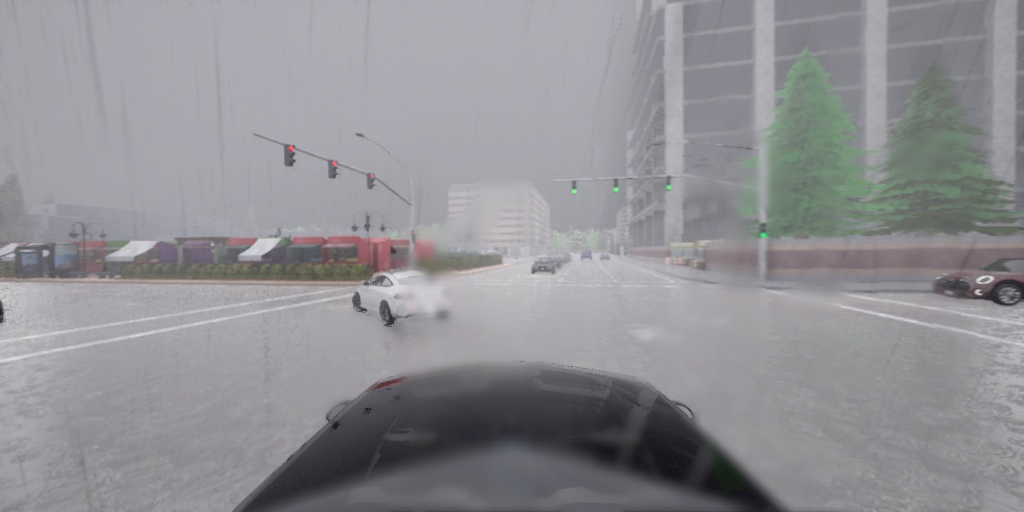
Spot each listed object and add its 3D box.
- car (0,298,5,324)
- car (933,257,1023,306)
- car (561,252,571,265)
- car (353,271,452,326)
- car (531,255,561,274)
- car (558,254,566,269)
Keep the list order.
[{"bbox_3d":[-16.274,1.183,9.464,4.553,1.767,2.097,0,1,13],"label":"car"},{"bbox_3d":[18.597,0.808,12.972,4.553,1.767,2.097,0,1,12],"label":"car"},{"bbox_3d":[6.800,0.494,49.956,1.812,1.442,4.674,0,1,12],"label":"car"},{"bbox_3d":[-3.570,1.198,11.417,1.812,1.442,4.674,0,1,-38],"label":"car"},{"bbox_3d":[2.901,0.841,31.384,1.994,1.385,4.181,0,1,12],"label":"car"},{"bbox_3d":[4.702,0.734,40.065,1.895,1.301,4.718,0,1,12],"label":"car"}]
